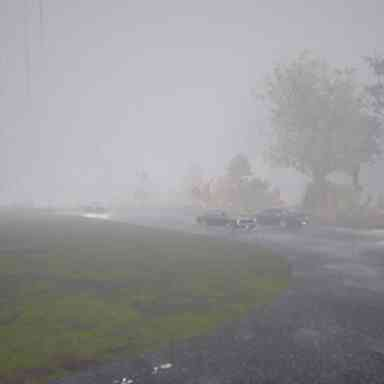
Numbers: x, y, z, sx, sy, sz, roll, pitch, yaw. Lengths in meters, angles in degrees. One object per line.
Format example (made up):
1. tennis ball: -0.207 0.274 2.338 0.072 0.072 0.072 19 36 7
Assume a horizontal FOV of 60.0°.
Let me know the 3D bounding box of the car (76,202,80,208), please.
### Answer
1. car: -20.444 2.394 62.947 1.812 1.442 4.674 0 -1 -33

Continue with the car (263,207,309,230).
1. car: 6.088 1.849 24.176 1.837 1.490 4.892 0 -1 -36

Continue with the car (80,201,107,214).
1. car: -13.144 1.990 45.222 2.097 1.767 4.553 0 -1 -34

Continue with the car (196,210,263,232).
1. car: 2.306 1.932 22.900 1.895 1.301 4.718 0 -1 -33
